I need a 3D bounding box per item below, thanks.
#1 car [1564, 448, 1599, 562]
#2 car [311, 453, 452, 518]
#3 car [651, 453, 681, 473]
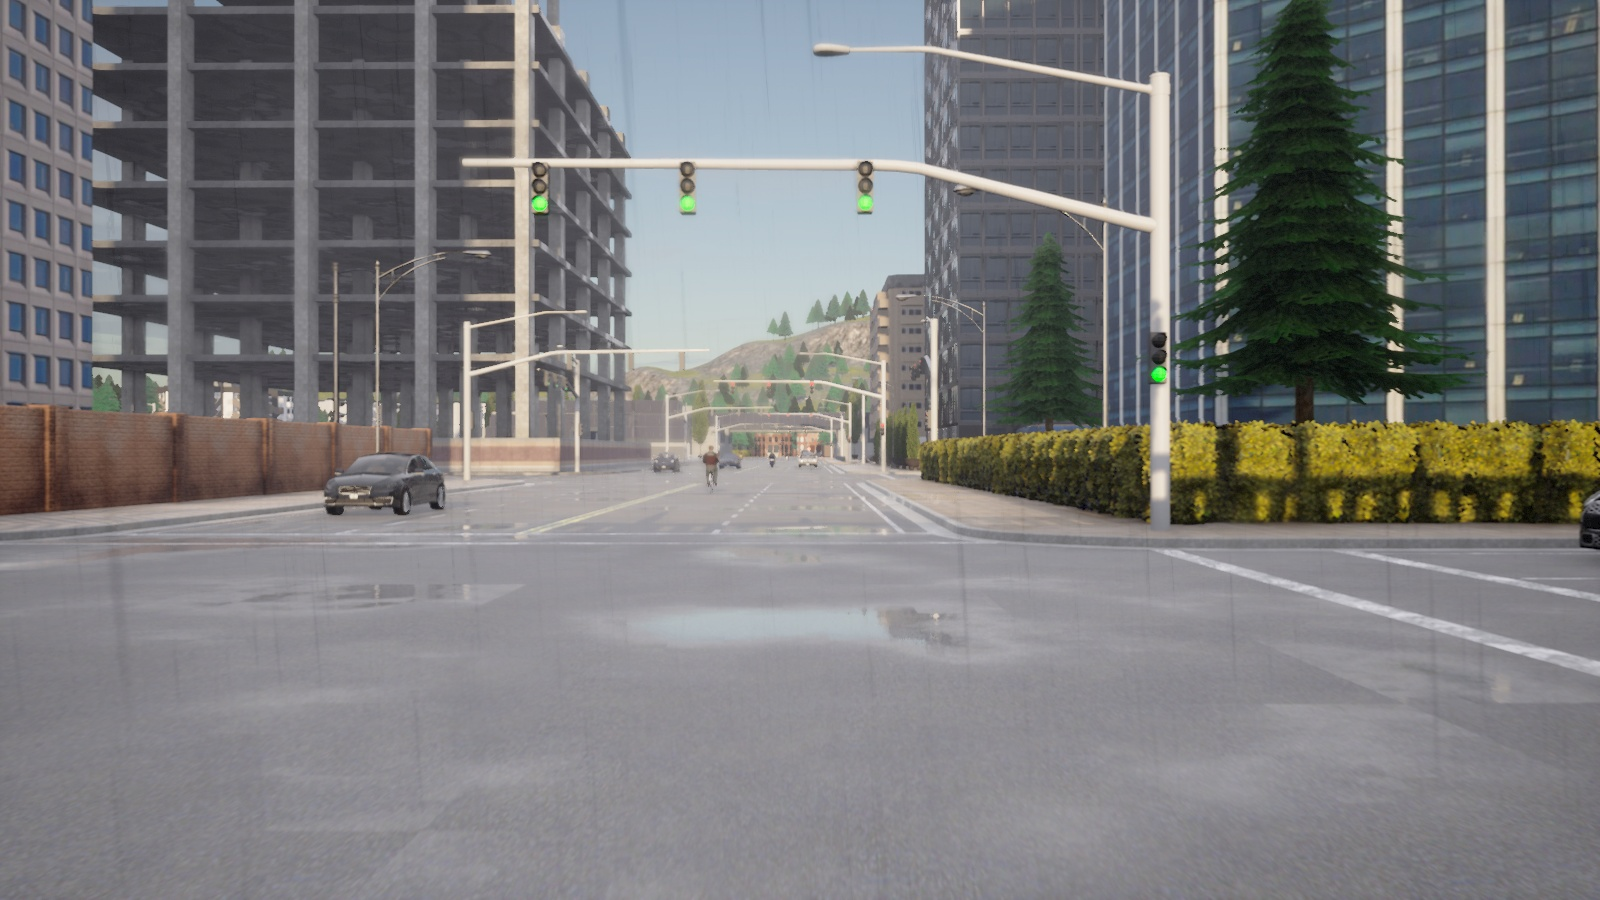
[{"bbox_3d":[12.234,0.708,15.992,3.806,1.475,1.970,0,0,1],"label":"car"},{"bbox_3d":[-10.293,0.821,31.286,1.837,1.490,4.892,0,0,0],"label":"car"},{"bbox_3d":[-9.921,0.953,93.131,1.845,1.501,3.633,0,0,0],"label":"car"}]
